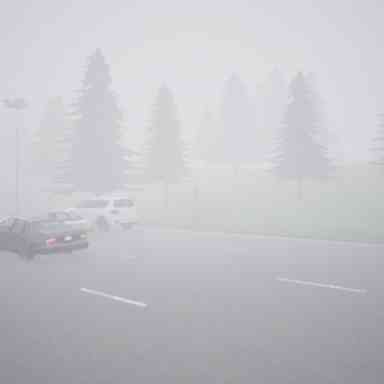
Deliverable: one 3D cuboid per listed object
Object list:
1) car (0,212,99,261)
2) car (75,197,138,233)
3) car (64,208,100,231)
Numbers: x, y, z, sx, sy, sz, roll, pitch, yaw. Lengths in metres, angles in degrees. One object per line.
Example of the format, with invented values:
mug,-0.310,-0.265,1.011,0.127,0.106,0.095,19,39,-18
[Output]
car,-6.239,1.644,12.746,5.357,1.411,2.033,-1,0,36
car,-5.893,1.353,21.098,5.566,2.045,2.150,-1,0,36
car,-7.370,1.727,17.852,4.718,1.301,1.895,-1,0,36
